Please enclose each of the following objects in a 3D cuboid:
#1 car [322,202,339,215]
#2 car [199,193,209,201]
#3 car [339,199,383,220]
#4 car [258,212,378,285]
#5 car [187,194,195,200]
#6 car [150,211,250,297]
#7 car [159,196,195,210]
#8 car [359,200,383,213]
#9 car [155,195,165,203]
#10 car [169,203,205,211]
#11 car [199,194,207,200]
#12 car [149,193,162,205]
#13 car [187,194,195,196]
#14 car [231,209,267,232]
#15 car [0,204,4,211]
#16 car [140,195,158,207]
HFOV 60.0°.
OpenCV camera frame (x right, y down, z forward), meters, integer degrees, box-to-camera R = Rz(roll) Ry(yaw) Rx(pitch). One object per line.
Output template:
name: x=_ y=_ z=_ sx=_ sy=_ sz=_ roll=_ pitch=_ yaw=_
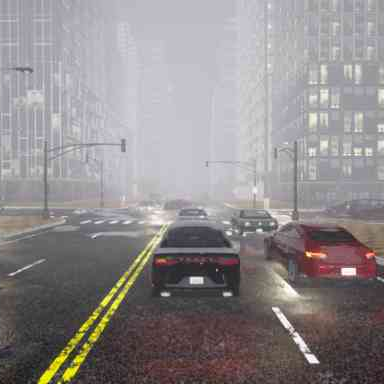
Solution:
car: x=16.195 y=1.635 z=35.002 sx=4.674 sy=1.442 sz=1.812 roll=1 pitch=1 yaw=1
car: x=3.015 y=1.140 z=79.993 sx=2.150 sy=2.045 sz=5.566 roll=0 pitch=0 yaw=0
car: x=16.115 y=1.518 z=29.213 sx=5.009 sy=1.841 sz=2.192 roll=1 pitch=0 yaw=1
car: x=3.323 y=1.521 z=9.355 sx=1.812 sy=1.442 sz=4.674 roll=0 pitch=0 yaw=0
car: x=-0.267 y=1.263 z=90.372 sx=2.128 sy=1.511 sz=4.902 roll=0 pitch=0 yaw=0
car: x=0.071 y=1.473 z=8.591 sx=1.882 sy=1.535 sz=5.008 roll=0 pitch=0 yaw=0
car: x=-1.553 y=1.467 z=39.164 sx=1.994 sy=1.385 sz=4.181 roll=0 pitch=0 yaw=31
car: x=21.699 y=1.641 z=37.516 sx=4.829 sy=1.417 sz=1.752 roll=1 pitch=0 yaw=1
car: x=-6.707 y=1.462 z=69.860 sx=1.812 sy=1.442 sz=4.674 roll=0 pitch=0 yaw=0
car: x=0.044 y=1.537 z=18.412 sx=2.033 sy=1.411 sz=5.357 roll=0 pitch=0 yaw=0
car: x=2.983 y=1.263 z=90.381 sx=2.128 sy=1.511 sz=4.902 roll=0 pitch=0 yaw=0
car: x=-6.753 y=1.173 z=59.720 sx=2.150 sy=2.045 sz=5.566 roll=0 pitch=0 yaw=0
car: x=-0.236 y=1.392 z=79.955 sx=1.882 sy=1.535 sz=5.008 roll=0 pitch=0 yaw=0
car: x=3.296 y=1.590 z=18.474 sx=1.895 sy=1.301 sz=4.718 roll=0 pitch=0 yaw=0
car: x=-20.908 y=1.335 z=32.306 sx=4.892 sy=1.490 sz=1.837 roll=0 pitch=1 yaw=1
car: x=-6.741 y=1.526 z=50.687 sx=1.994 sy=1.385 sz=4.181 roll=0 pitch=0 yaw=0
